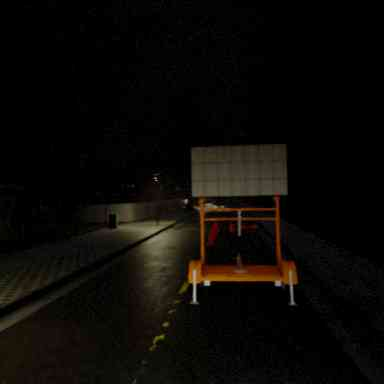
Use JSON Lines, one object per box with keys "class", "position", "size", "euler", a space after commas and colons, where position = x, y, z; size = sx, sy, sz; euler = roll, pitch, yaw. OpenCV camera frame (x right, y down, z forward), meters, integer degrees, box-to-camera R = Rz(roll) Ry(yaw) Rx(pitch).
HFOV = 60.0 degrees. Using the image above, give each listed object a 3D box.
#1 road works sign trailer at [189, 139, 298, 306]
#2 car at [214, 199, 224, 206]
{"class": "road works sign trailer", "position": [1.171, 0.542, 8.265], "size": [2.380, 3.560, 2.880], "euler": [-1, -1, 7]}
{"class": "car", "position": [5.963, 2.315, 73.031], "size": [1.837, 1.490, 4.892], "euler": [-1, -1, 7]}
